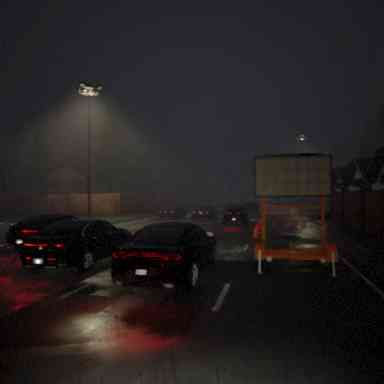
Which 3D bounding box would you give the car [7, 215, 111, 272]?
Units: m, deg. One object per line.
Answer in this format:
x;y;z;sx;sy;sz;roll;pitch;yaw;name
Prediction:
-3.664;1.676;11.499;1.837;1.490;4.892;-1;-1;13;car

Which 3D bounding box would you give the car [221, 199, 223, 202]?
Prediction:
7.352;2.290;73.187;1.882;1.535;5.008;-1;-1;13;car

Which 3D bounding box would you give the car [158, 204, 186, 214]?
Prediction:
-1.888;1.973;34.033;2.033;1.411;5.357;-1;-1;13;car

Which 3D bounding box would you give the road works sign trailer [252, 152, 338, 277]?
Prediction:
3.232;0.566;10.720;2.380;3.560;2.880;-1;-1;13;road works sign trailer

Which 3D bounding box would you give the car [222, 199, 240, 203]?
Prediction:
6.492;2.192;54.083;1.895;1.301;4.718;-1;-1;13;car

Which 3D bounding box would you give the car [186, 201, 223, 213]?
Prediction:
1.327;1.925;32.427;2.033;1.411;5.357;-1;-1;13;car

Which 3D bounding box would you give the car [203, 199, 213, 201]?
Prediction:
2.683;1.967;53.210;2.097;1.767;4.553;-1;-1;13;car

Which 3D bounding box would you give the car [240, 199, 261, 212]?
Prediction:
8.073;1.954;45.630;1.882;1.535;5.008;-1;-1;13;car

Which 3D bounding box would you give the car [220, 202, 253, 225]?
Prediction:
3.697;1.800;27.274;1.837;1.490;4.892;-1;-1;13;car

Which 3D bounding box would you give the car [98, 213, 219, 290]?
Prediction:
-0.522;1.598;9.590;1.882;1.535;5.008;-1;-1;13;car

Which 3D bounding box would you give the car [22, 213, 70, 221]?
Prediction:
-6.290;1.749;15.570;1.837;1.490;4.892;-1;-1;13;car

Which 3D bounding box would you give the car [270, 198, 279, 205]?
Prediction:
18.825;2.134;76.067;2.033;1.411;5.357;-1;-1;13;car

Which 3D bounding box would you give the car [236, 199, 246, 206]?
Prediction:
10.690;2.295;72.106;1.812;1.442;4.674;-1;-1;13;car

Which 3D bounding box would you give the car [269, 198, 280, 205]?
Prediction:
16.409;2.151;65.931;1.837;1.490;4.892;-1;-1;13;car
